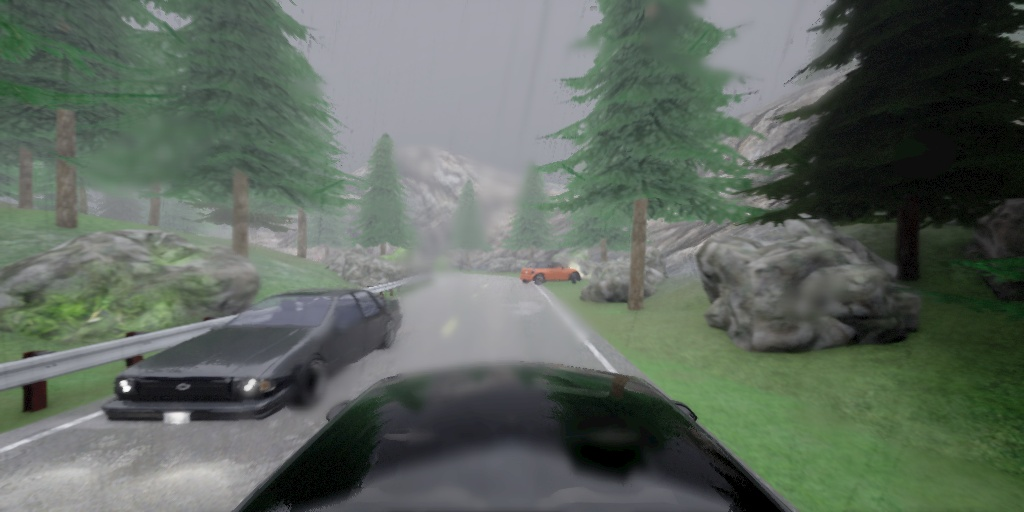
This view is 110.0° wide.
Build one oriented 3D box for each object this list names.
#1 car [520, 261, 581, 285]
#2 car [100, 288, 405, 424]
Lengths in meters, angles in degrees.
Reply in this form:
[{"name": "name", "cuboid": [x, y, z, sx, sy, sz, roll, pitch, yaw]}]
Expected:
[{"name": "car", "cuboid": [2.904, 1.145, 26.589, 4.553, 1.767, 2.097, 0, 0, -28]}, {"name": "car", "cuboid": [-3.494, 1.308, 6.401, 2.033, 1.411, 5.357, 0, 0, 0]}]
